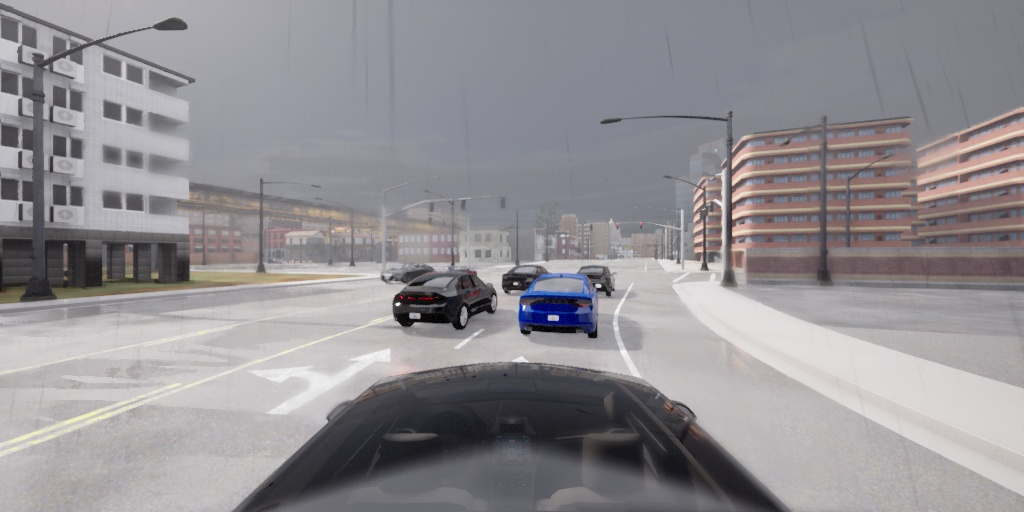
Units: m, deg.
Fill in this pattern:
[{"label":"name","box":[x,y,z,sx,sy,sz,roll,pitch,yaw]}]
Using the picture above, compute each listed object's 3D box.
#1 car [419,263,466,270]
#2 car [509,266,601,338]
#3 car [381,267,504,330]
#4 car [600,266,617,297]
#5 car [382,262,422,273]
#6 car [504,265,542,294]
[{"label":"car","box":[-4.362,1.349,25.987,1.895,1.301,4.718,0,0,21]},{"label":"car","box":[1.516,1.227,10.356,1.882,1.535,5.008,0,0,14]},{"label":"car","box":[-1.855,1.254,11.323,1.837,1.490,4.892,0,0,14]},{"label":"car","box":[4.475,1.254,19.268,1.837,1.490,4.892,0,0,20]},{"label":"car","box":[-7.728,1.242,26.991,2.128,1.511,4.902,0,0,21]},{"label":"car","box":[1.033,1.226,20.061,1.882,1.535,5.008,0,0,20]}]
